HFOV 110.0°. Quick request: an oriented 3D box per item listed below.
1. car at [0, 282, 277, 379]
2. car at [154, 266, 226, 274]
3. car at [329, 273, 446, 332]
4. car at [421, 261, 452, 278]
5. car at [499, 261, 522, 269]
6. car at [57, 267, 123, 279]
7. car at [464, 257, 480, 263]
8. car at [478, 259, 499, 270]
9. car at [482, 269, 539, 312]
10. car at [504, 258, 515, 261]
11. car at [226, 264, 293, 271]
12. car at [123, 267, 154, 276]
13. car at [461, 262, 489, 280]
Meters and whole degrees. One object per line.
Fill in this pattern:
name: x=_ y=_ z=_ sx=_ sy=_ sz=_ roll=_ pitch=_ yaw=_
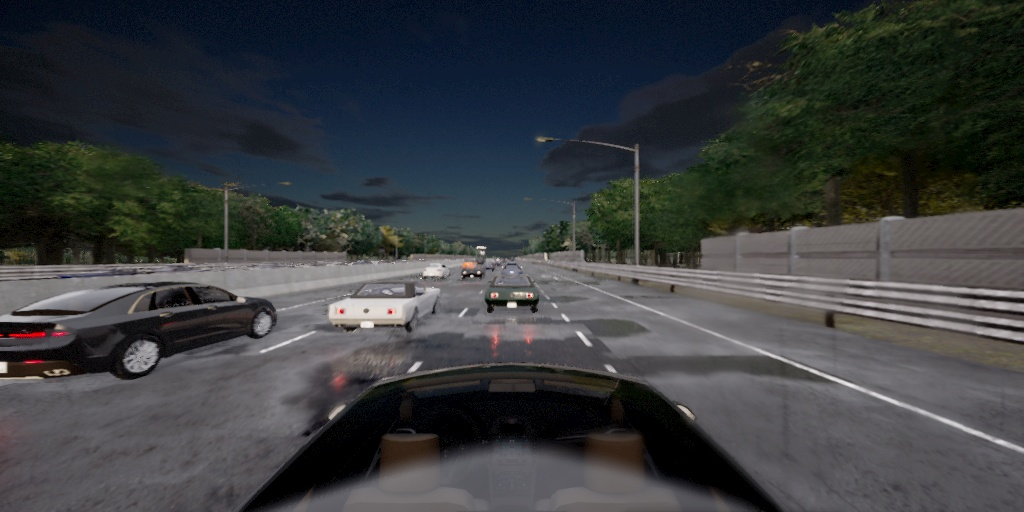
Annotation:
car: x=-6.999 y=1.275 z=7.295 sx=1.837 sy=1.490 sz=4.892 roll=0 pitch=0 yaw=0
car: x=-21.078 y=1.448 z=24.608 sx=1.895 sy=1.301 sz=4.718 roll=0 pitch=0 yaw=0
car: x=-3.497 y=1.380 z=10.899 sx=1.895 sy=1.301 sz=4.718 roll=0 pitch=0 yaw=0
car: x=-6.985 y=1.418 z=33.377 sx=1.812 sy=1.442 sz=4.674 roll=0 pitch=0 yaw=0
car: x=0.013 y=1.453 z=33.365 sx=1.994 sy=1.385 sz=4.181 roll=0 pitch=0 yaw=0
car: x=-28.076 y=1.452 z=24.957 sx=1.895 sy=1.301 sz=4.718 roll=0 pitch=0 yaw=0
car: x=-6.973 y=1.388 z=59.381 sx=2.097 sy=1.767 sz=4.553 roll=0 pitch=0 yaw=0
car: x=-3.476 y=1.553 z=53.437 sx=2.033 sy=1.411 sz=5.357 roll=0 pitch=0 yaw=0
car: x=0.005 y=1.392 z=14.496 sx=1.895 sy=1.301 sz=4.718 roll=0 pitch=0 yaw=0
car: x=0.029 y=1.599 z=63.432 sx=2.033 sy=1.411 sz=5.357 roll=0 pitch=0 yaw=0
car: x=-17.573 y=1.345 z=26.000 sx=2.128 sy=1.511 sz=4.902 roll=0 pitch=0 yaw=0
car: x=-24.571 y=1.419 z=25.845 sx=1.994 sy=1.385 sz=4.181 roll=0 pitch=0 yaw=0
car: x=-3.486 y=1.492 z=33.387 sx=1.895 sy=1.301 sz=4.718 roll=0 pitch=0 yaw=0
